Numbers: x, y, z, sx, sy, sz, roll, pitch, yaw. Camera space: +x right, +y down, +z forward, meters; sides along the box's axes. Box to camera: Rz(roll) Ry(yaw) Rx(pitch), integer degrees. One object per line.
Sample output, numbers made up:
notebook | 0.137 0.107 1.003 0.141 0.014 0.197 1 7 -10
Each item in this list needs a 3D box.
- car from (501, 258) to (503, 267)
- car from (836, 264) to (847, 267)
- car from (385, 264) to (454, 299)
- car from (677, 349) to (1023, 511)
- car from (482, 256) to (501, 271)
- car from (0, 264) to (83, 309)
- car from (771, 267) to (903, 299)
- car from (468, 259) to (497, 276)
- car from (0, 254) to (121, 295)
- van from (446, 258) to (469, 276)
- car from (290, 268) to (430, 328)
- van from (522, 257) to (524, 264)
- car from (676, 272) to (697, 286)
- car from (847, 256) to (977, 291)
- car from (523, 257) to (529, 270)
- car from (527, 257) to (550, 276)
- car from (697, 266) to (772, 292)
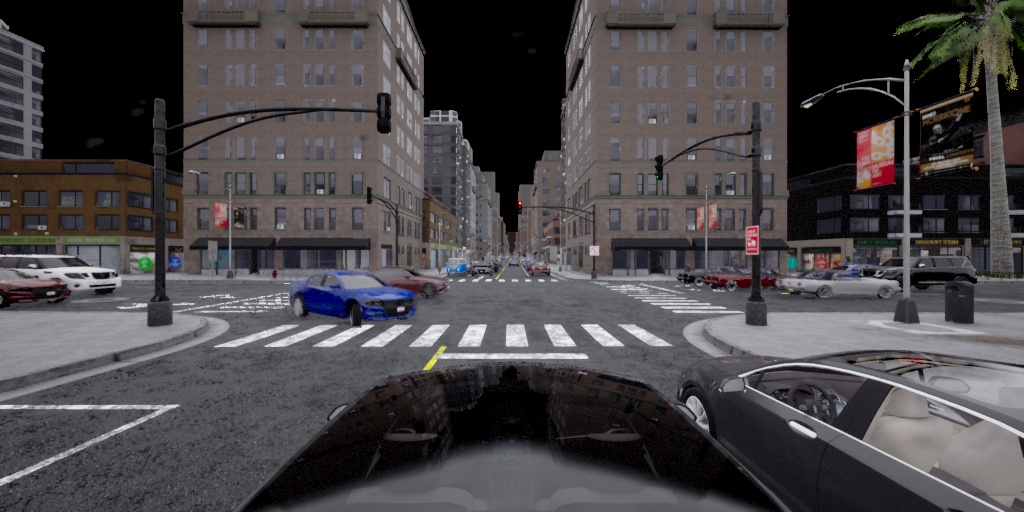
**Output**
car | -2.847 1.354 55.711 1.895 1.301 4.718 0 0 0
car | 23.058 1.258 24.308 5.008 1.535 1.882 0 0 0
car | -5.437 1.270 17.468 4.674 1.442 1.812 0 0 0
car | 2.668 1.300 2.286 2.007 1.370 4.403 0 0 0
car | -2.896 0.974 45.920 2.150 2.045 5.566 0 0 0
car | -20.686 1.201 14.140 5.008 1.535 1.882 0 0 0
car | 15.875 1.377 17.572 4.718 1.301 1.895 0 0 0
car | -2.945 1.316 36.612 1.994 1.385 4.181 0 0 0
car | -22.573 0.939 17.389 5.566 2.045 2.150 0 0 0
van | -5.701 1.093 36.974 1.690 1.789 3.998 0 0 0
car | -5.184 1.228 11.556 5.008 1.535 1.882 0 -1 35
van | 2.934 1.093 59.612 1.690 1.789 3.998 0 0 0
car | 13.739 1.365 24.263 4.718 1.301 1.895 0 0 0
car | 23.610 1.007 21.061 5.566 2.045 2.150 0 0 0
car | 2.880 1.193 48.273 1.967 1.591 4.097 0 0 0
car | 2.825 1.192 36.935 1.967 1.591 4.097 0 0 0
car | 13.857 1.370 21.014 4.718 1.301 1.895 0 0 0
